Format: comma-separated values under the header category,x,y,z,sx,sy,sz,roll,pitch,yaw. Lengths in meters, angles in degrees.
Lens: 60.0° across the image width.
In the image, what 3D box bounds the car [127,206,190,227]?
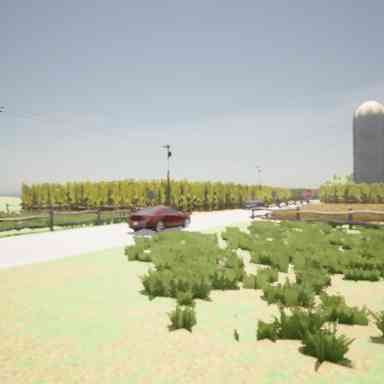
category,x,y,z,sx,sy,sz,roll,pitch,yaw
car,-1.951,1.631,21.020,1.882,1.535,5.008,-1,0,31

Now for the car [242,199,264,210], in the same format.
category,x,y,z,sx,sy,sz,roll,pitch,yaw
car,8.396,1.712,45.415,2.128,1.511,4.902,-1,-1,31
